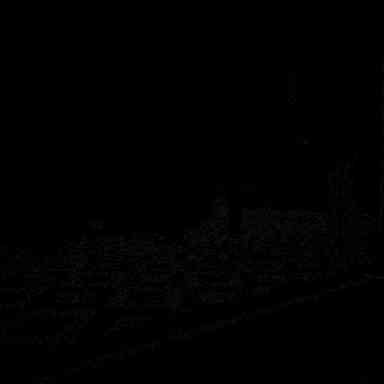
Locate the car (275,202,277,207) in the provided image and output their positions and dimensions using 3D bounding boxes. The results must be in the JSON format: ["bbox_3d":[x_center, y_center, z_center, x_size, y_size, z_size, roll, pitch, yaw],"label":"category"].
[{"bbox_3d":[11.360,1.680,51.581,1.752,1.417,4.829,2,-1,-36],"label":"car"}]

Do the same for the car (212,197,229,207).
[{"bbox_3d":[4.638,1.459,46.331,1.752,1.417,4.829,2,-1,-36],"label":"car"}]

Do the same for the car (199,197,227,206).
[{"bbox_3d":[3.569,1.637,57.765,2.033,1.411,5.357,2,-1,-35],"label":"car"}]

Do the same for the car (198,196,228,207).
[{"bbox_3d":[3.255,1.484,52.866,1.882,1.535,5.008,2,-1,-35],"label":"car"}]

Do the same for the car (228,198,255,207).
[{"bbox_3d":[8.254,1.709,55.896,2.008,1.369,4.403,2,-1,-36],"label":"car"}]

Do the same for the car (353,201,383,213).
[{"bbox_3d":[21.073,1.711,38.082,1.947,1.339,4.313,2,-1,-36],"label":"car"}]

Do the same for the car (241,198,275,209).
[{"bbox_3d":[7.744,1.475,42.015,1.887,1.381,4.507,2,-1,-36],"label":"car"}]

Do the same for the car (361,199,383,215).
[{"bbox_3d":[17.344,1.361,28.680,1.967,1.590,4.097,2,-1,-37],"label":"car"}]

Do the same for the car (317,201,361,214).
[{"bbox_3d":[15.934,1.557,35.191,1.994,1.385,4.181,2,-1,-36],"label":"car"}]

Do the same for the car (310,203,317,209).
[{"bbox_3d":[17.868,1.730,42.535,1.802,1.307,4.206,2,-1,-36],"label":"car"}]

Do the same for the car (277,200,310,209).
[{"bbox_3d":[14.663,1.717,46.989,1.947,1.339,4.313,2,-1,-36],"label":"car"}]
